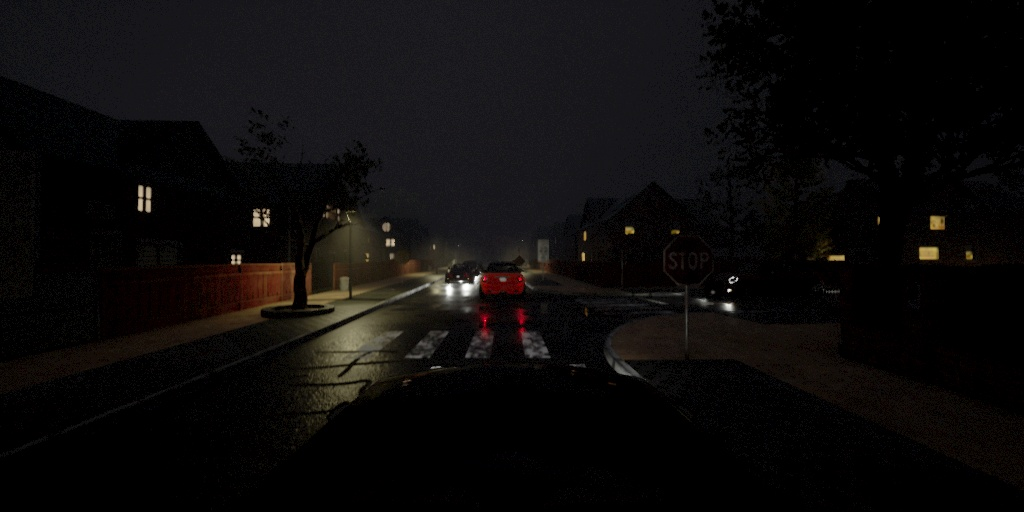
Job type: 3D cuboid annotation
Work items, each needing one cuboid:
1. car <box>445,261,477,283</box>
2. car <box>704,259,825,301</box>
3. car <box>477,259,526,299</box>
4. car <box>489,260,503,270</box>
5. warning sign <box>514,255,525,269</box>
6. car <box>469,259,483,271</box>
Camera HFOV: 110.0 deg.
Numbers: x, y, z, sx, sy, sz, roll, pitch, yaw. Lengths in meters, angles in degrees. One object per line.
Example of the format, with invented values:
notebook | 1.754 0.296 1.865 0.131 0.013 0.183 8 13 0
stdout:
car | -3.914 1.290 27.481 1.994 1.385 4.181 0 0 -2
car | 11.086 1.005 15.974 4.553 1.767 2.097 0 -1 -4
car | -0.509 1.077 18.136 2.097 1.767 4.553 0 0 -3
car | -2.515 1.389 56.338 1.994 1.385 4.181 0 0 -2
warning sign | 0.842 0.869 39.283 1.300 1.860 1.060 0 0 -3
car | -5.178 1.282 52.196 1.882 1.535 5.008 0 0 -3
